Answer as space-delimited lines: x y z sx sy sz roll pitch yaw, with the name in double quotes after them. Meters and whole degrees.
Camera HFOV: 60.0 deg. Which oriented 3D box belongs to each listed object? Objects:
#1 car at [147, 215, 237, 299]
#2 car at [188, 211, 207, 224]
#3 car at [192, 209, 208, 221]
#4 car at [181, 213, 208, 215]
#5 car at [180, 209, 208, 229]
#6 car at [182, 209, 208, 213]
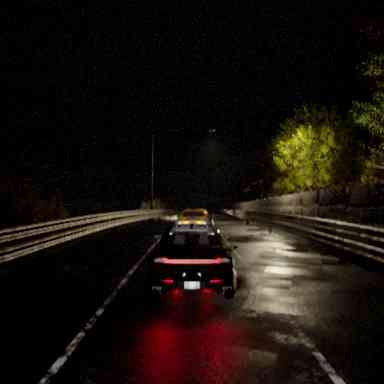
-0.005 1.555 8.606 2.128 1.511 4.902 0 -1 0 "car"
0.636 2.673 35.536 1.895 1.301 4.718 0 -3 3 "car"
1.156 3.025 45.169 1.882 1.535 5.008 0 -3 4 "car"
0.007 1.789 14.618 1.895 1.301 4.718 0 -1 0 "car"
0.242 2.171 27.518 2.128 1.511 4.902 0 -3 2 "car"
0.079 1.860 20.697 1.882 1.535 5.008 0 -2 1 "car"
